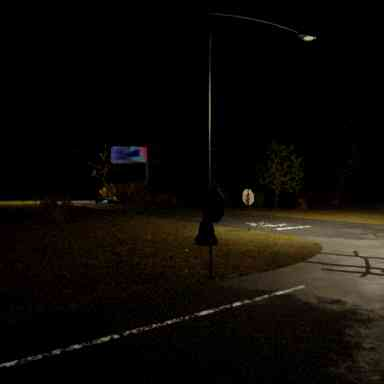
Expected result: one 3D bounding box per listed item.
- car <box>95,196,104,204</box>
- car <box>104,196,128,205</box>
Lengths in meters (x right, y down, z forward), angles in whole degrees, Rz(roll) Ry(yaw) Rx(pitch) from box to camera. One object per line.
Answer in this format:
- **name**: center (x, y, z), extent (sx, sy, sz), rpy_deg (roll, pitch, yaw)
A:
- **car**: center (-16.308, 1.382, 60.871), extent (2.128, 1.511, 4.902), rpy_deg (0, 0, -34)
- **car**: center (-12.323, 1.451, 54.952), extent (2.033, 1.411, 5.357), rpy_deg (0, 0, -33)
